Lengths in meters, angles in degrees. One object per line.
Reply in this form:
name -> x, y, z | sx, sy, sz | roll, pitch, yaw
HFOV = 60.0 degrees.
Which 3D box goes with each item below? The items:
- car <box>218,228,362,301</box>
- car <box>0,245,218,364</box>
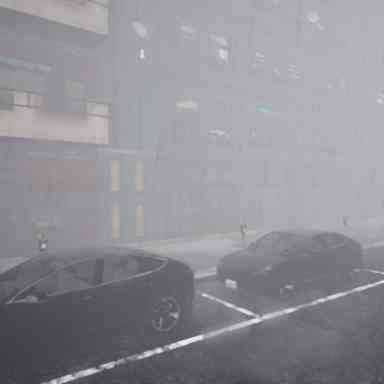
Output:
car -> 2.619, 1.629, 8.442 | 4.313, 1.339, 1.947 | 1, -1, -35
car -> -1.924, 1.578, 5.202 | 4.313, 1.339, 1.947 | 1, -1, -35
